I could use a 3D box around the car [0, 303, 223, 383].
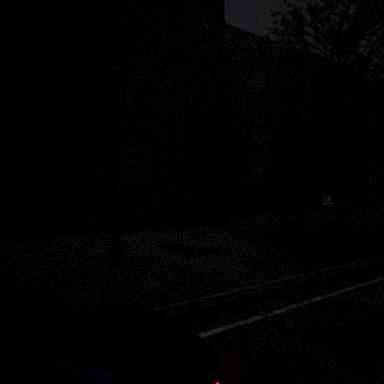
[{"bbox_3d":[-2.202,1.548,1.815,5.357,1.411,2.033,0,0,-35],"label":"car"}]
